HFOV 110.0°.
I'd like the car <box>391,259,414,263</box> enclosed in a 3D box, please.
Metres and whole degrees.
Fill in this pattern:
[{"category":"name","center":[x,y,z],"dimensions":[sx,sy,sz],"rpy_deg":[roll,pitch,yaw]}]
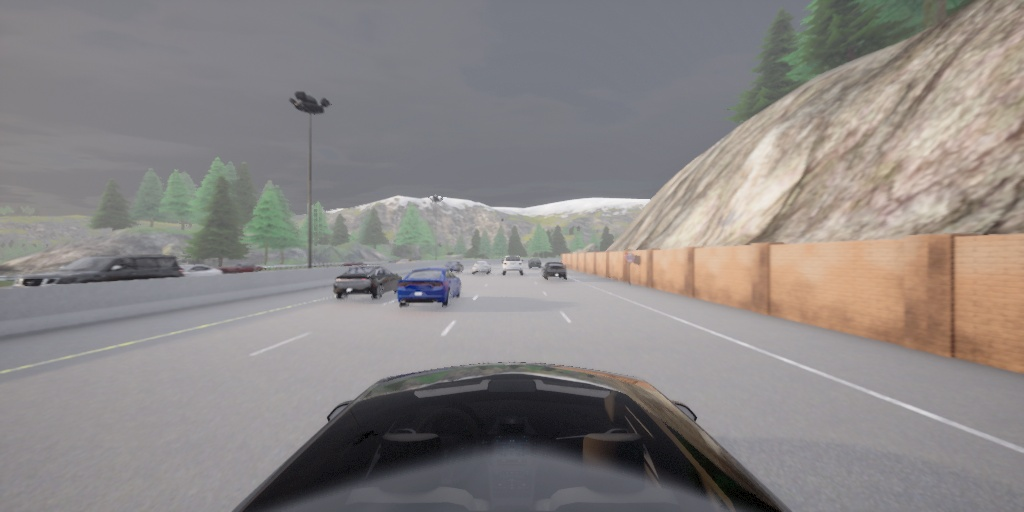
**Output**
[{"category":"car","center":[-17.470,1.235,58.586],"dimensions":[1.882,1.535,5.008],"rpy_deg":[0,0,2]}]

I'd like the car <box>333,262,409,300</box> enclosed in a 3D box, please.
[{"category":"car","center":[-6.902,1.240,17.653],"dimensions":[2.128,1.511,4.902],"rpy_deg":[0,0,0]}]

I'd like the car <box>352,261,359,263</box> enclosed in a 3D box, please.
[{"category":"car","center":[-24.543,1.355,55.972],"dimensions":[1.895,1.301,4.718],"rpy_deg":[0,0,1]}]

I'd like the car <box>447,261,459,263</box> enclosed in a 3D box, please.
[{"category":"car","center":[-6.893,1.297,42.581],"dimensions":[2.033,1.411,5.357],"rpy_deg":[0,0,0]}]

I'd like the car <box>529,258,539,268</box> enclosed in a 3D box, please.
[{"category":"car","center":[3.797,1.104,59.133],"dimensions":[2.097,1.767,4.553],"rpy_deg":[0,0,3]}]

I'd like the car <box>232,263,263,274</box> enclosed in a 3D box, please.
[{"category":"car","center":[-28.080,1.347,36.803],"dimensions":[1.895,1.301,4.718],"rpy_deg":[0,0,0]}]

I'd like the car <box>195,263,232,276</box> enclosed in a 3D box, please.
[{"category":"car","center":[-21.090,1.273,23.251],"dimensions":[1.812,1.442,4.674],"rpy_deg":[0,0,0]}]

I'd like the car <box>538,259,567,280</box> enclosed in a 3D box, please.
[{"category":"car","center":[3.596,1.256,31.252],"dimensions":[1.837,1.490,4.892],"rpy_deg":[0,0,0]}]

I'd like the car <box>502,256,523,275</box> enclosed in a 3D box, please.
[{"category":"car","center":[0.094,0.973,40.121],"dimensions":[2.150,2.045,5.566],"rpy_deg":[0,0,0]}]

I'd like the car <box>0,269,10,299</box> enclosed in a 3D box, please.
[{"category":"car","center":[-24.594,1.311,14.761],"dimensions":[1.994,1.385,4.181],"rpy_deg":[0,0,0]}]

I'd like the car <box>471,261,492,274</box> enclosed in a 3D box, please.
[{"category":"car","center":[-3.408,1.276,40.803],"dimensions":[1.812,1.442,4.674],"rpy_deg":[0,0,0]}]

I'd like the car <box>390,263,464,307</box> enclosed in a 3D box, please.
[{"category":"car","center":[-3.401,1.227,15.495],"dimensions":[1.882,1.535,5.008],"rpy_deg":[0,0,0]}]

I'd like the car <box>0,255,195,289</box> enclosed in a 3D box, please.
[{"category":"car","center":[-17.595,0.968,15.773],"dimensions":[2.150,2.045,5.566],"rpy_deg":[0,0,0]}]
